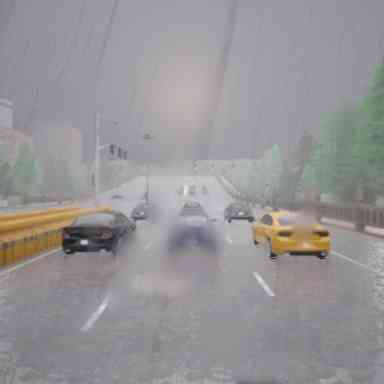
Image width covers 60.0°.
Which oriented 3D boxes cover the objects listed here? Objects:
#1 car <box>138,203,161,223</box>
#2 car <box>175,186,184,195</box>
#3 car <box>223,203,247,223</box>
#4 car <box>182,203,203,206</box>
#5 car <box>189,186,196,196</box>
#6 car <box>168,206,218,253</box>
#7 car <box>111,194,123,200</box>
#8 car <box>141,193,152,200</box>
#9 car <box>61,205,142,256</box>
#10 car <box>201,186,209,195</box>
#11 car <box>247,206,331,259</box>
[{"bbox_3d":[-3.488,1.562,25.728,2.033,1.411,5.357,0,0,0],"label":"car"},{"bbox_3d":[-3.440,0.000,88.380,1.837,1.490,4.892,0,7,0],"label":"car"},{"bbox_3d":[3.512,1.561,25.718,2.033,1.411,5.357,0,0,0],"label":"car"},{"bbox_3d":[0.035,1.580,28.039,1.994,1.385,4.181,0,0,1],"label":"car"},{"bbox_3d":[0.057,0.081,87.950,2.033,1.411,5.357,0,7,0],"label":"car"},{"bbox_3d":[0.046,1.533,13.526,1.812,1.442,4.674,0,0,0],"label":"car"},{"bbox_3d":[-17.498,1.086,77.507,1.895,1.301,4.718,0,3,0],"label":"car"},{"bbox_3d":[-10.498,1.036,77.399,2.033,1.411,5.357,0,3,0],"label":"car"},{"bbox_3d":[-3.457,1.485,13.227,1.882,1.535,5.008,0,0,1],"label":"car"},{"bbox_3d":[3.560,0.091,88.384,1.895,1.301,4.718,0,7,0],"label":"car"},{"bbox_3d":[3.539,1.484,12.698,1.882,1.535,5.008,0,0,1],"label":"car"}]
